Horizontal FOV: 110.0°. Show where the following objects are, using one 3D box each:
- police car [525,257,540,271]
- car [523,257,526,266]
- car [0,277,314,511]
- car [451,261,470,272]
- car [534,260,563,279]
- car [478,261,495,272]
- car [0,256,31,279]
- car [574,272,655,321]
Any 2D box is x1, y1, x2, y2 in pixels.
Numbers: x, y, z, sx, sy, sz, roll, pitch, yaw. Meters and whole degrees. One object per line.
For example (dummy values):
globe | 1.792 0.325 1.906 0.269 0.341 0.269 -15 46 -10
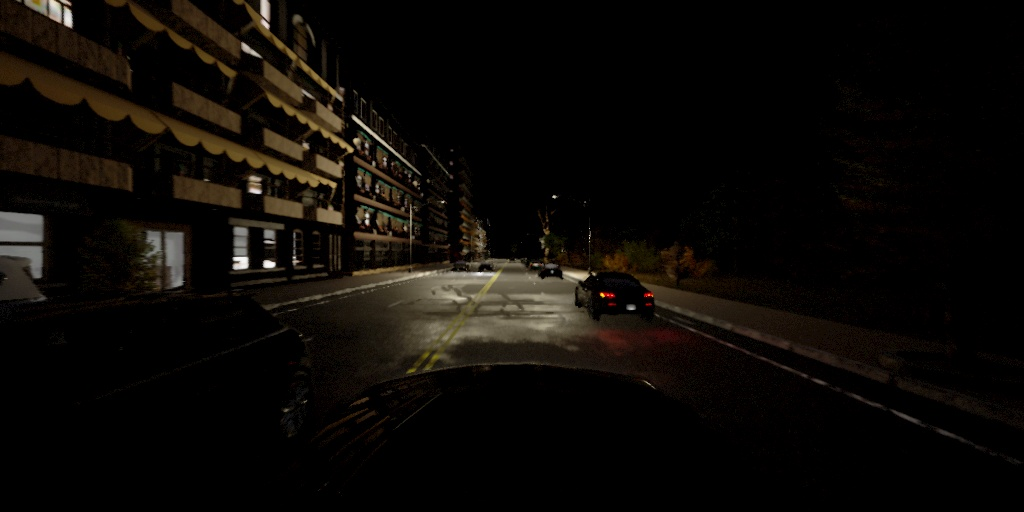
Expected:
police car | 3.276 1.256 48.389 2.038 1.542 4.974 0 0 0
car | 3.282 1.229 59.389 1.882 1.535 5.008 0 0 0
car | -3.346 1.103 2.241 2.097 1.767 4.553 0 0 0
car | -6.528 1.300 46.282 2.033 1.411 5.357 0 0 1
car | 3.372 1.313 32.267 1.994 1.385 4.181 0 0 -1
car | -3.282 1.353 46.071 1.895 1.301 4.718 0 0 1
car | -6.599 0.973 2.092 2.150 2.045 5.566 0 0 0
car | 3.356 1.275 12.387 1.812 1.442 4.674 0 0 0
